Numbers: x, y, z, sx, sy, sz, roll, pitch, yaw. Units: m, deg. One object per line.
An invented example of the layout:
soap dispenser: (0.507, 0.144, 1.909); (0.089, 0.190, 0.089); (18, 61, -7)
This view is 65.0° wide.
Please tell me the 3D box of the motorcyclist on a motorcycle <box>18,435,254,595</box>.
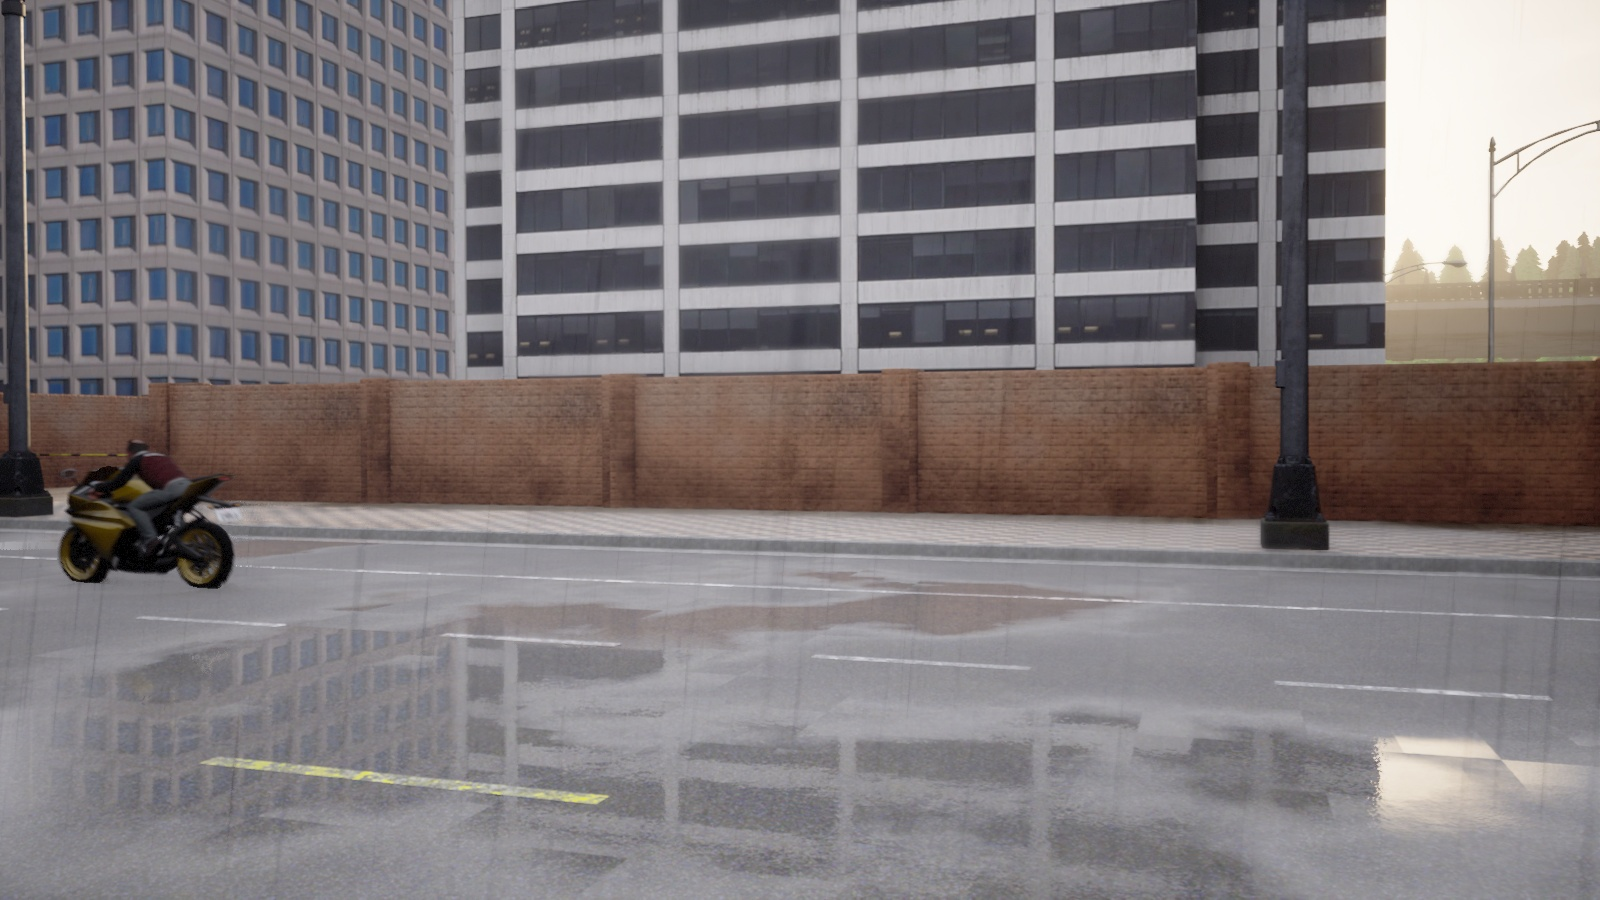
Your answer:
motorcyclist on a motorcycle: (-6.793, 0.617, 12.863); (2.191, 1.530, 0.866); (1, 1, 19)
